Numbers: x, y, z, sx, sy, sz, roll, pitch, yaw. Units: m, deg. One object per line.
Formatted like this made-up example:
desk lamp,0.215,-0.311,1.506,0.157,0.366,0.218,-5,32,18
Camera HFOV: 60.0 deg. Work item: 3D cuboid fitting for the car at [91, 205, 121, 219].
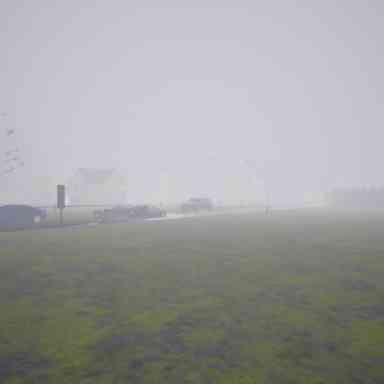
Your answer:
car,-7.679,1.932,33.398,1.895,1.301,4.718,1,0,35

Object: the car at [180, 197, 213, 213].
car,0.715,1.745,45.160,2.150,2.045,5.566,1,0,36

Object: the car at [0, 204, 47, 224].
car,-13.561,1.668,25.125,1.882,1.535,5.008,1,0,35

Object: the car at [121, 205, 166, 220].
car,-4.454,1.945,32.824,1.994,1.385,4.181,1,0,35
